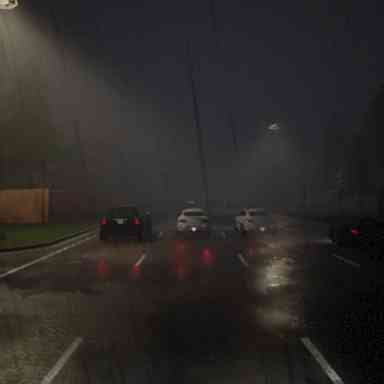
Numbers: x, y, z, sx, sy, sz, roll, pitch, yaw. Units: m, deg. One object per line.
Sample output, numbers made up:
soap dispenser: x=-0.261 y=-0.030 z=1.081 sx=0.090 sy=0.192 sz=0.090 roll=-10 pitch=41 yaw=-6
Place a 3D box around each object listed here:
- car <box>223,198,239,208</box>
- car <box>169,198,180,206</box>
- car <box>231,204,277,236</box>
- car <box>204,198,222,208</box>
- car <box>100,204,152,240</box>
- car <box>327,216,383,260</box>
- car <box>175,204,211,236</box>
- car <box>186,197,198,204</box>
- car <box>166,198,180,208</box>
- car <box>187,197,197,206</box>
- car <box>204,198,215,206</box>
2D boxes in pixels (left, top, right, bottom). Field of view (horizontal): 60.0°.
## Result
car: x=7.003 y=1.978 z=57.728 sx=1.994 sy=1.385 sz=4.181 roll=0 pitch=0 yaw=0
car: x=-3.496 y=2.018 z=67.732 sx=2.033 sy=1.411 sz=5.357 roll=0 pitch=0 yaw=0
car: x=3.590 y=1.664 z=19.220 sx=1.812 sy=1.442 sz=4.674 roll=0 pitch=0 yaw=0
car: x=3.503 y=1.958 z=57.313 sx=2.033 sy=1.411 sz=5.357 roll=0 pitch=0 yaw=0
car: x=-3.399 y=1.481 z=17.895 sx=2.097 sy=1.767 sz=4.553 roll=0 pitch=0 yaw=0
car: x=7.101 y=1.640 z=12.740 sx=2.033 sy=1.411 sz=5.357 roll=0 pitch=0 yaw=0
car: x=0.090 y=1.664 z=19.174 sx=1.812 sy=1.442 sz=4.674 roll=0 pitch=0 yaw=0
car: x=0.003 y=1.902 z=57.313 sx=2.128 sy=1.511 sz=4.902 roll=0 pitch=0 yaw=0
car: x=-3.497 y=1.958 z=57.314 sx=2.033 sy=1.411 sz=5.357 roll=0 pitch=0 yaw=0
car: x=0.004 y=1.840 z=67.704 sx=2.097 sy=1.767 sz=4.553 roll=0 pitch=0 yaw=0
car: x=3.504 y=2.018 z=67.732 sx=2.033 sy=1.411 sz=5.357 roll=0 pitch=0 yaw=0
